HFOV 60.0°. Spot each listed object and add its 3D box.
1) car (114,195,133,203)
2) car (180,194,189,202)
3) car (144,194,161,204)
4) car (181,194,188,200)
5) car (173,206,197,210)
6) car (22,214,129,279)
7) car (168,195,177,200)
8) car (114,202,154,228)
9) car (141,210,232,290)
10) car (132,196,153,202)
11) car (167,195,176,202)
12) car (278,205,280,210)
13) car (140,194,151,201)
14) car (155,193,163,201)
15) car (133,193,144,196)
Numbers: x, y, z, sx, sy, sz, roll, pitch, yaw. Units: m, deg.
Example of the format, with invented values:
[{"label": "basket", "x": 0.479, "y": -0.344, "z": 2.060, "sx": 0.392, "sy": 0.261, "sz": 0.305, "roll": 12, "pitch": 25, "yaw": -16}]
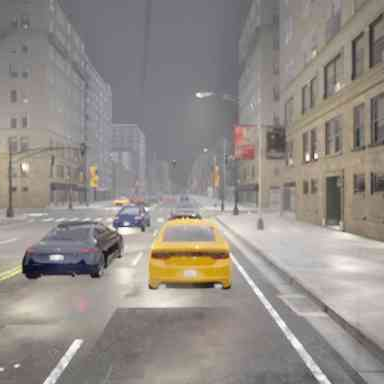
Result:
[{"label": "car", "x": -11.009, "y": 1.557, "z": 52.385, "sx": 1.882, "sy": 1.535, "sz": 5.008, "roll": 0, "pitch": 0, "yaw": -1}, {"label": "car", "x": -1.828, "y": 1.466, "z": 81.324, "sx": 2.097, "sy": 1.767, "sz": 4.553, "roll": 0, "pitch": 0, "yaw": -1}, {"label": "car", "x": -8.017, "y": 1.644, "z": 67.688, "sx": 2.033, "sy": 1.411, "sz": 5.357, "roll": 0, "pitch": 0, "yaw": -1}, {"label": "car", "x": -2.057, "y": 1.349, "z": 91.324, "sx": 2.097, "sy": 1.767, "sz": 4.553, "roll": 0, "pitch": 0, "yaw": -1}, {"label": "car", "x": -0.396, "y": 1.530, "z": 18.766, "sx": 1.837, "sy": 1.490, "sz": 4.892, "roll": 0, "pitch": 0, "yaw": -1}, {"label": "car", "x": -3.352, "y": 1.577, "z": 10.119, "sx": 1.994, "sy": 1.385, "sz": 4.181, "roll": 0, "pitch": 0, "yaw": -1}, {"label": "car", "x": -5.307, "y": 1.534, "z": 91.280, "sx": 2.033, "sy": 1.411, "sz": 5.357, "roll": 0, "pitch": 0, "yaw": -1}, {"label": "car", "x": -3.579, "y": 1.553, "z": 20.159, "sx": 1.812, "sy": 1.442, "sz": 4.674, "roll": 0, "pitch": 0, "yaw": -1}, {"label": "car", "x": -0.077, "y": 1.489, "z": 9.181, "sx": 1.882, "sy": 1.535, "sz": 5.008, "roll": 0, "pitch": 0, "yaw": -1}, {"label": "car", "x": -7.748, "y": 1.679, "z": 51.998, "sx": 1.895, "sy": 1.301, "sz": 4.718, "roll": 0, "pitch": 0, "yaw": -1}, {"label": "car", "x": -5.077, "y": 1.466, "z": 81.250, "sx": 2.097, "sy": 1.767, "sz": 4.553, "roll": 0, "pitch": 0, "yaw": -1}, {"label": "car", "x": 12.210, "y": 1.706, "z": 37.575, "sx": 4.718, "sy": 1.301, "sz": 1.895, "roll": 0, "pitch": 0, "yaw": -1}, {"label": "car", "x": -11.626, "y": 1.421, "z": 83.307, "sx": 2.097, "sy": 1.767, "sz": 4.553, "roll": 0, "pitch": 0, "yaw": -1}, {"label": "car", "x": -8.369, "y": 1.294, "z": 83.061, "sx": 2.150, "sy": 2.045, "sz": 5.566, "roll": 0, "pitch": 0, "yaw": -1}, {"label": "car", "x": -11.286, "y": 1.325, "z": 68.457, "sx": 2.150, "sy": 2.045, "sz": 5.566, "roll": 0, "pitch": 0, "yaw": -1}]
